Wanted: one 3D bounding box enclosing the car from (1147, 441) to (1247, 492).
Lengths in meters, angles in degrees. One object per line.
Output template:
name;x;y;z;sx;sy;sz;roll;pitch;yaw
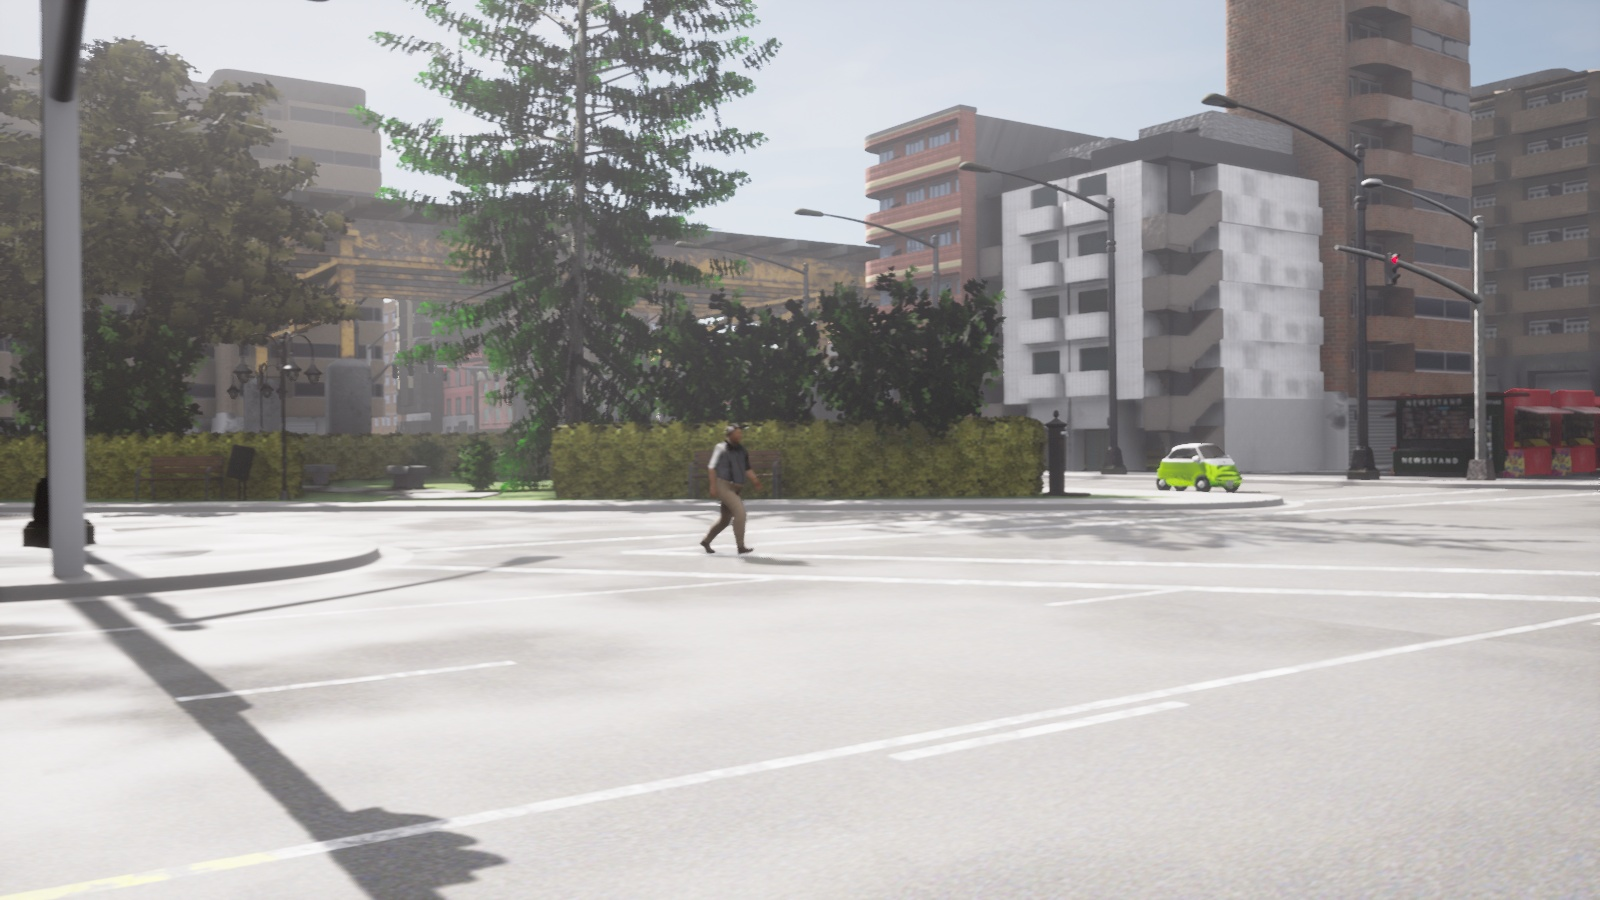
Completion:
car;11.112;0.452;35.226;1.481;1.376;2.207;-1;0;-34

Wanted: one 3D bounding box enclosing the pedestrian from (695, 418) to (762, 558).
pedestrian;-0.969;0.496;17.012;0.694;1.848;0.540;-1;1;36
